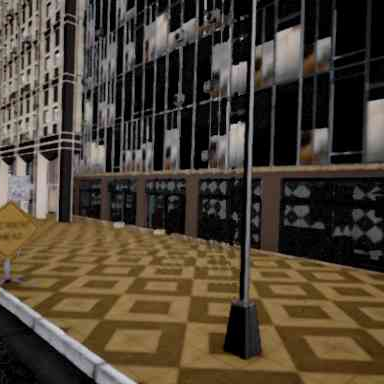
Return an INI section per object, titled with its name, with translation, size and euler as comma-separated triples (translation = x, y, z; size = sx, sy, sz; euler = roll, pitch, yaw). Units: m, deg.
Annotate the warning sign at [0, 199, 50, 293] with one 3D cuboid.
[warning sign]
translation = -4.005, 1.104, 7.270
size = 1.300, 1.860, 1.060
euler = 3, -1, -45
